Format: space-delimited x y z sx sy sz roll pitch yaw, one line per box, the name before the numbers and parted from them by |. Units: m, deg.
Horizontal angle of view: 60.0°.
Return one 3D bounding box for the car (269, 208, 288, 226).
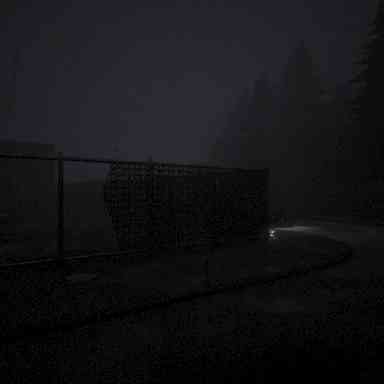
car | 4.376 1.526 22.926 1.812 1.442 4.674 0 0 -36
